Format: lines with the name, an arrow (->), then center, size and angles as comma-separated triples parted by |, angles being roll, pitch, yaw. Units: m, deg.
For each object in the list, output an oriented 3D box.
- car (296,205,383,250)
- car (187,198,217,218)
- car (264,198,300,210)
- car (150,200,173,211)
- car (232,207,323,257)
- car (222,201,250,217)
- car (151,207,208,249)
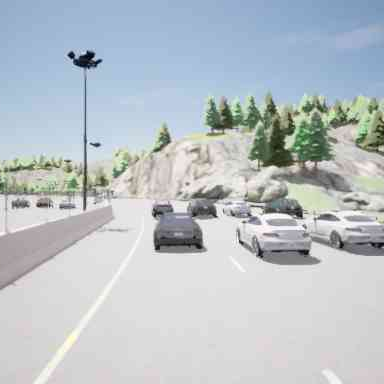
car -> 6.386, 1.522, 14.319 | 1.812, 1.442, 4.674 | 0, 0, -5
car -> 0.816, 1.369, 30.520 | 2.097, 1.767, 4.553 | 0, 0, -9
car -> 8.033, 1.354, 29.781 | 2.097, 1.767, 4.553 | 0, 0, -9
car -> -2.818, 1.517, 31.127 | 2.128, 1.511, 4.902 | 0, 0, -10
car -> 3.002, 1.528, 12.842 | 1.812, 1.442, 4.674 | 0, 0, -4
car -> 4.215, 1.537, 31.482 | 1.812, 1.442, 4.674 | 0, 0, -10
car -> -0.669, 1.574, 14.613 | 1.994, 1.385, 4.181 | 0, 0, -5
